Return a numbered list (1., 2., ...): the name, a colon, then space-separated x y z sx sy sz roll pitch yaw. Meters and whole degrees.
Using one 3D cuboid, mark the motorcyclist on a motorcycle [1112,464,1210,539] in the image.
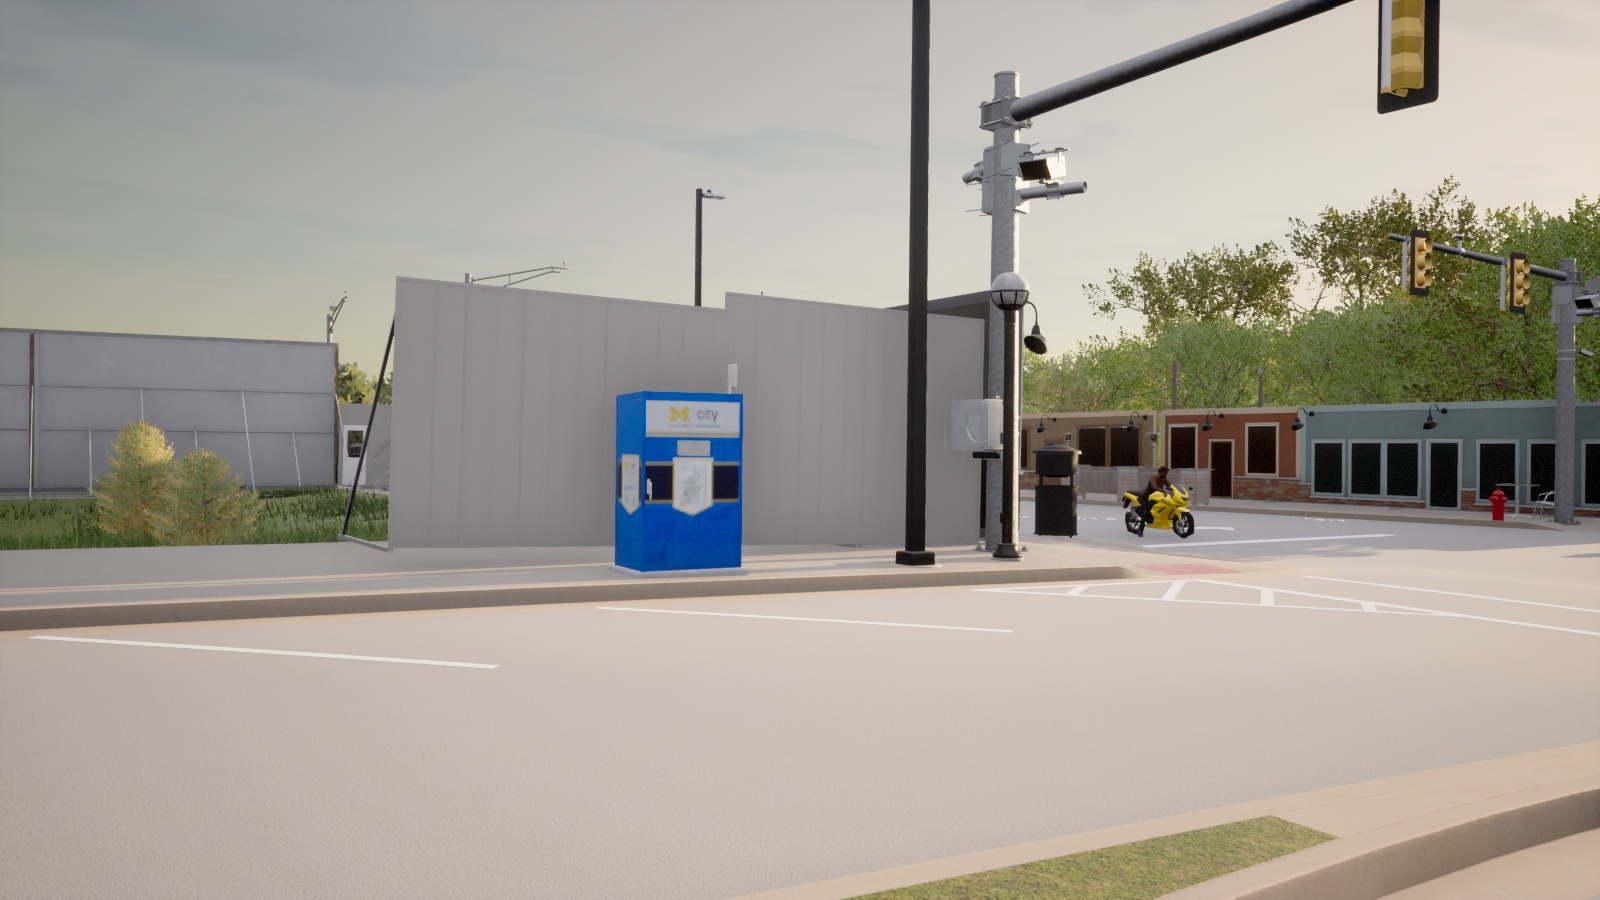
1. motorcyclist on a motorcycle: 7.667 1.065 26.779 0.797 1.523 2.044 0 0 -29
